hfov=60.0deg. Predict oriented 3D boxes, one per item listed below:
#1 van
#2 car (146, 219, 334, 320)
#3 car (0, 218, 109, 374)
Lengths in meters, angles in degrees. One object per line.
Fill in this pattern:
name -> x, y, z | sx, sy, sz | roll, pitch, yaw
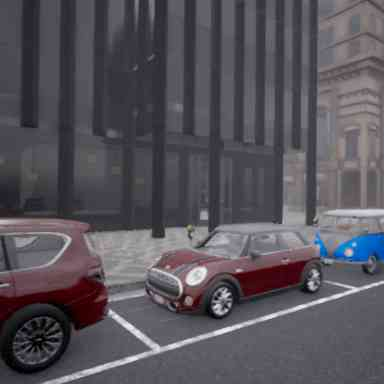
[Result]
van -> 5.580, 1.448, 10.621 | 3.998, 1.788, 1.690 | 1, 0, -35
car -> 1.018, 1.491, 7.369 | 4.097, 1.590, 1.967 | 1, 0, -35
car -> -3.542, 1.309, 4.117 | 5.009, 1.841, 2.192 | 1, 0, -35
